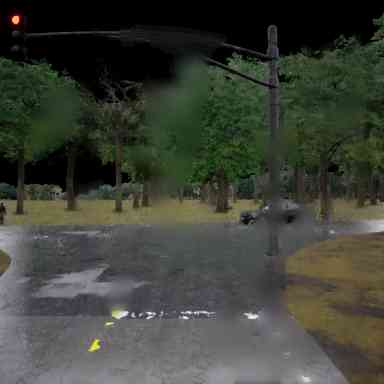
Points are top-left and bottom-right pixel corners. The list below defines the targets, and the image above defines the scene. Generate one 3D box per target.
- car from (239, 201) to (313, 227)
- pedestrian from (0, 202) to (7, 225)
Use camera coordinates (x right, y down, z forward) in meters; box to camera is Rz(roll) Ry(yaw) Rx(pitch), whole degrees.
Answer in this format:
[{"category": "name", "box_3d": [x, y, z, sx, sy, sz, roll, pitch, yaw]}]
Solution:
[{"category": "car", "box_3d": [5.344, 1.366, 21.154, 5.008, 1.535, 1.882, 0, -3, -23]}, {"category": "pedestrian", "box_3d": [-15.238, 1.718, 26.772, 0.375, 1.860, 0.375, 0, -1, 0]}]
